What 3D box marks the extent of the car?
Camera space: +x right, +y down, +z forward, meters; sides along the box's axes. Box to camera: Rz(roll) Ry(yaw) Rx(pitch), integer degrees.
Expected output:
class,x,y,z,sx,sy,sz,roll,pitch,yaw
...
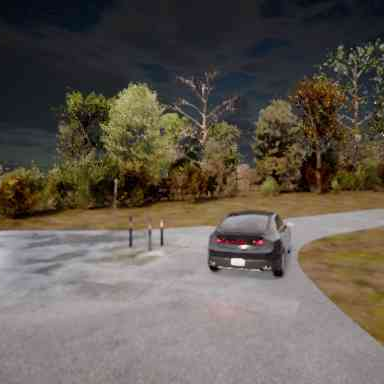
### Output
class,x,y,z,sx,sy,sz,roll,pitch,yaw
car,1.830,1.273,9.717,1.837,1.490,4.892,0,1,20
